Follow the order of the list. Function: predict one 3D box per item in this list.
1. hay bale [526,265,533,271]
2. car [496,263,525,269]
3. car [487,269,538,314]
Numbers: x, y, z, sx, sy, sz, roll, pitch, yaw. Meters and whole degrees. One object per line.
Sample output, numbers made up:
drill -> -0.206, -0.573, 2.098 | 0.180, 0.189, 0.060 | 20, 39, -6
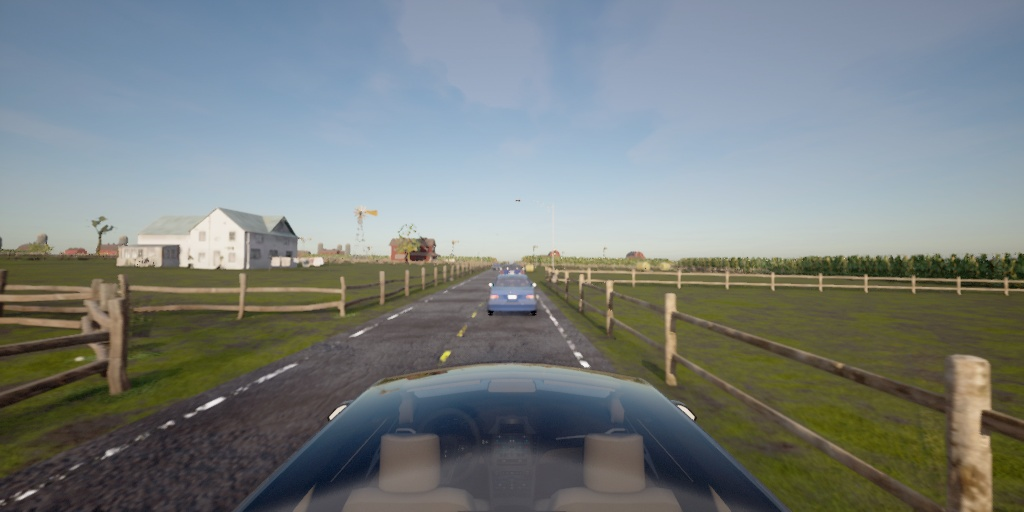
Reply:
hay bale -> 3.141, 2.088, 63.107 | 1.220, 1.180, 1.240 | 0, 0, 0
car -> 0.029, 1.412, 30.281 | 2.097, 1.767, 4.553 | 0, -1, 0
car -> 0.017, 1.435, 14.394 | 2.033, 1.411, 5.357 | 0, -1, 0
